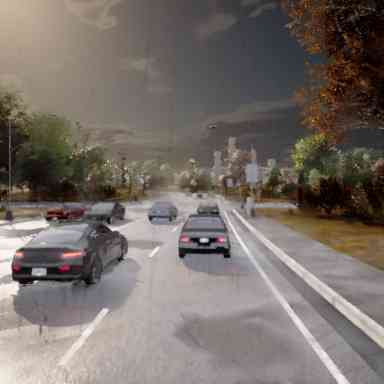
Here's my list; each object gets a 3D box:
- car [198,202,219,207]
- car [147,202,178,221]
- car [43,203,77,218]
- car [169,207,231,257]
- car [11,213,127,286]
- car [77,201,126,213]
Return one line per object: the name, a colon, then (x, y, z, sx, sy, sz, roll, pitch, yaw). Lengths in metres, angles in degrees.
car: (1.448, 1.548, 29.621, 1.895, 1.301, 4.718, 0, 0, 4)
car: (-2.254, 1.504, 26.565, 2.033, 1.411, 5.357, 0, 0, 4)
car: (-9.514, 1.552, 25.635, 1.895, 1.301, 4.718, 0, 0, 4)
car: (0.485, 1.550, 12.889, 2.033, 1.411, 5.357, 0, 0, 3)
car: (-3.149, 1.526, 9.324, 1.812, 1.442, 4.674, 0, 0, 2)
car: (-6.121, 1.441, 23.828, 1.882, 1.535, 5.008, 0, 0, 4)
